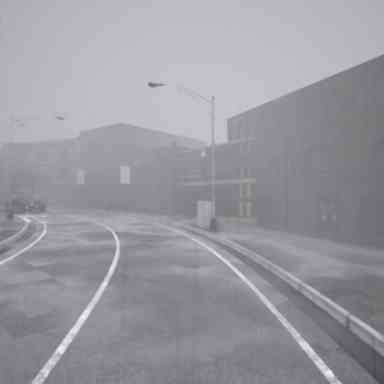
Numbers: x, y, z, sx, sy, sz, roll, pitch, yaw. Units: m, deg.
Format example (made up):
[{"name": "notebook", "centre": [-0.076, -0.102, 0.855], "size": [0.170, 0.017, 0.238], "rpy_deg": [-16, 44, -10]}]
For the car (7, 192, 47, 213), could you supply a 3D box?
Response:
[{"name": "car", "centre": [-17.134, 1.065, 34.340], "size": [5.566, 2.045, 2.150], "rpy_deg": [1, 0, 42]}]
